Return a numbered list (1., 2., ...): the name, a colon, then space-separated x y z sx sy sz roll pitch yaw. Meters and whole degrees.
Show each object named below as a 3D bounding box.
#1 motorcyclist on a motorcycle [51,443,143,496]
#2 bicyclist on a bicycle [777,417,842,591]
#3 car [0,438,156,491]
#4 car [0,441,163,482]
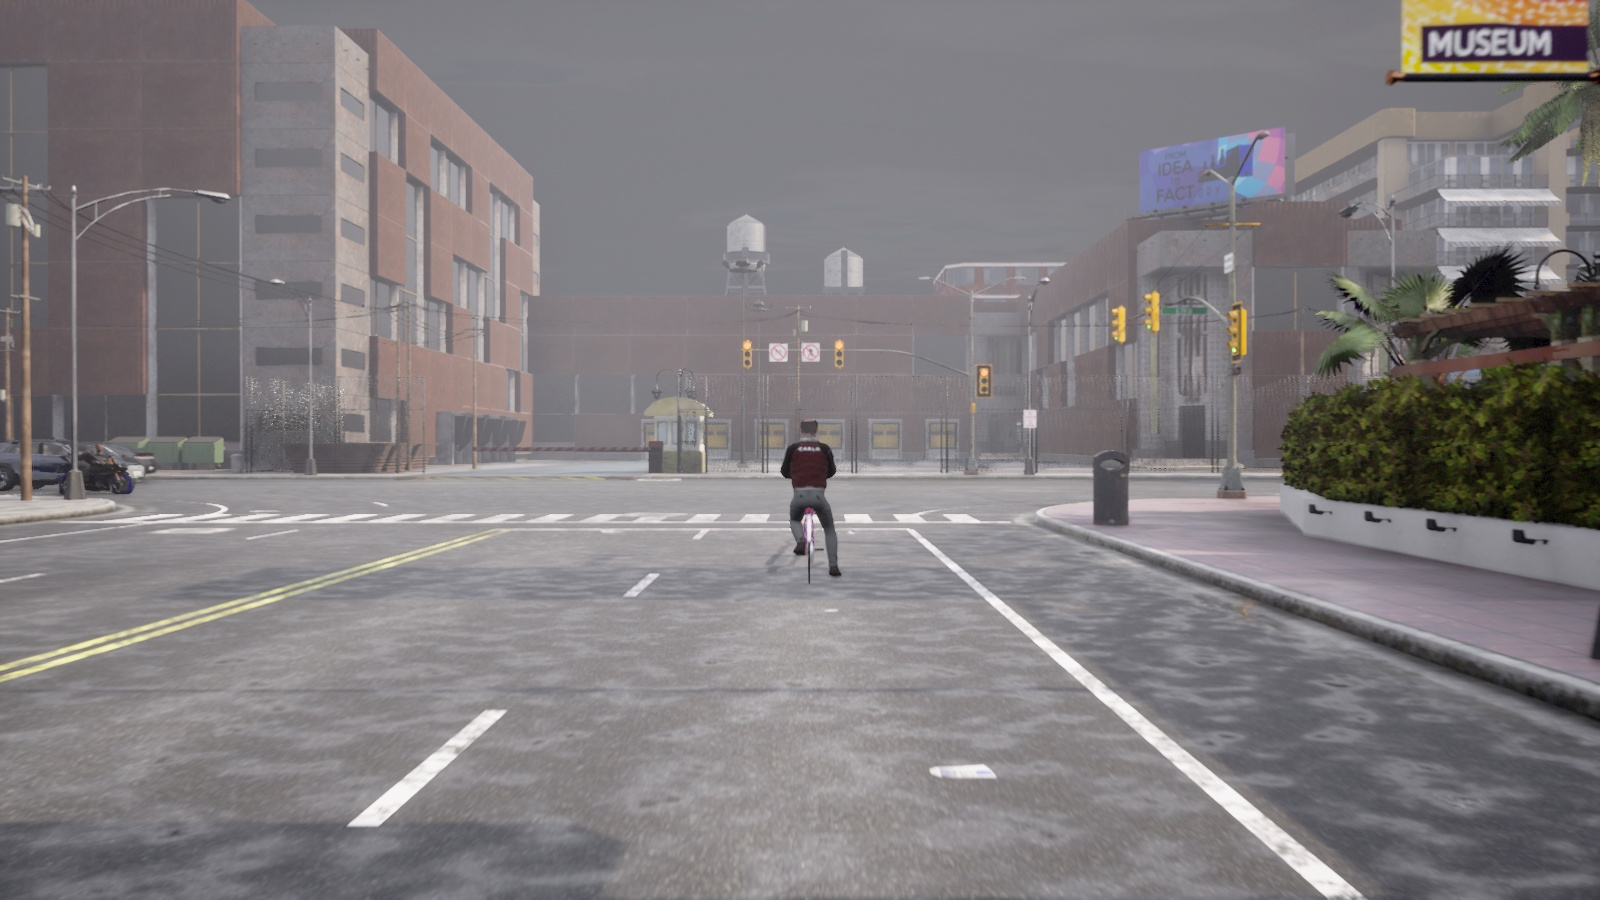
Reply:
1. motorcyclist on a motorcycle: -20.411 0.559 36.498 2.191 1.530 0.866 0 0 1
2. bicyclist on a bicycle: 0.098 0.540 13.697 0.659 1.776 1.843 0 1 0
3. car: -23.497 0.432 40.044 4.856 1.649 2.033 0 0 1
4. car: -26.874 0.416 47.094 4.902 1.511 2.128 0 0 1
